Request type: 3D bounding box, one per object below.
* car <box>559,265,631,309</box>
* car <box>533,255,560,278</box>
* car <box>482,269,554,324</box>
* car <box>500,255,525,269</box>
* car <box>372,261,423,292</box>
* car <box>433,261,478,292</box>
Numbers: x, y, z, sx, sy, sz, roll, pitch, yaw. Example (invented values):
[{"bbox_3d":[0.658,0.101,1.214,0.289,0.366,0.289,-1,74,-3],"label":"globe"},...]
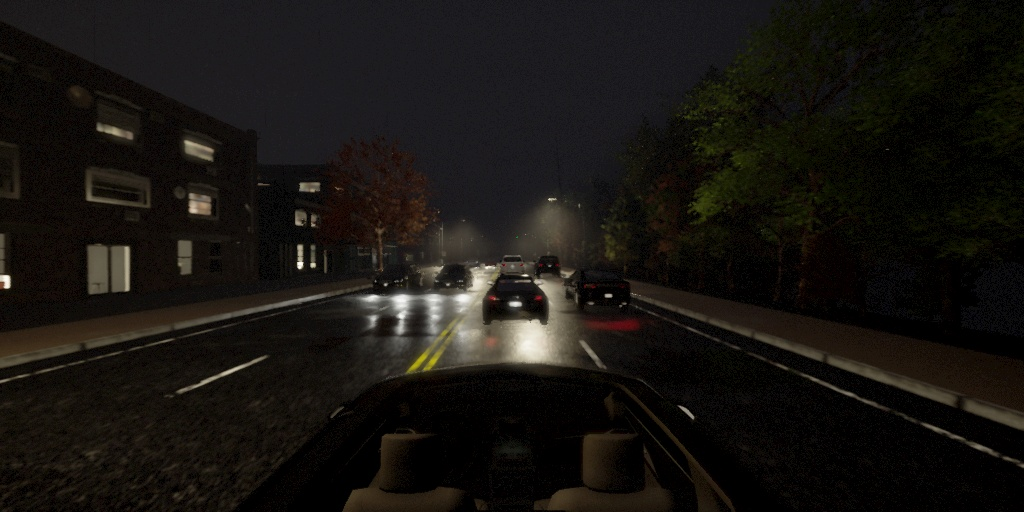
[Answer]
[{"bbox_3d":[3.354,1.225,14.908,1.882,1.535,5.008,0,0,0],"label":"car"},{"bbox_3d":[3.263,0.966,33.941,2.150,2.045,5.566,0,0,-1],"label":"car"},{"bbox_3d":[0.103,1.312,11.978,1.994,1.385,4.181,0,0,0],"label":"car"},{"bbox_3d":[0.012,0.967,33.934,2.150,2.045,5.566,0,0,-1],"label":"car"},{"bbox_3d":[-6.601,1.253,21.124,1.837,1.490,4.892,0,0,0],"label":"car"},{"bbox_3d":[-3.351,1.252,21.175,1.837,1.490,4.892,0,0,0],"label":"car"}]
